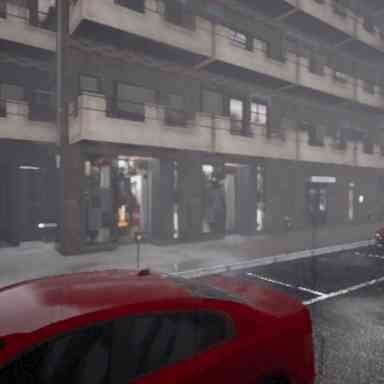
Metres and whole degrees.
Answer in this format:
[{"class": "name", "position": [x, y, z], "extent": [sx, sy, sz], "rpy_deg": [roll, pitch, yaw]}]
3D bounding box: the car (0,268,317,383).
[{"class": "car", "position": [-1.106, 1.480, 2.585], "extent": [5.008, 1.535, 1.882], "rpy_deg": [0, 0, -36]}]

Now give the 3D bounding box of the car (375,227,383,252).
[{"class": "car", "position": [8.799, 1.557, 12.839], "extent": [4.507, 1.381, 1.887], "rpy_deg": [0, 0, -36]}]
